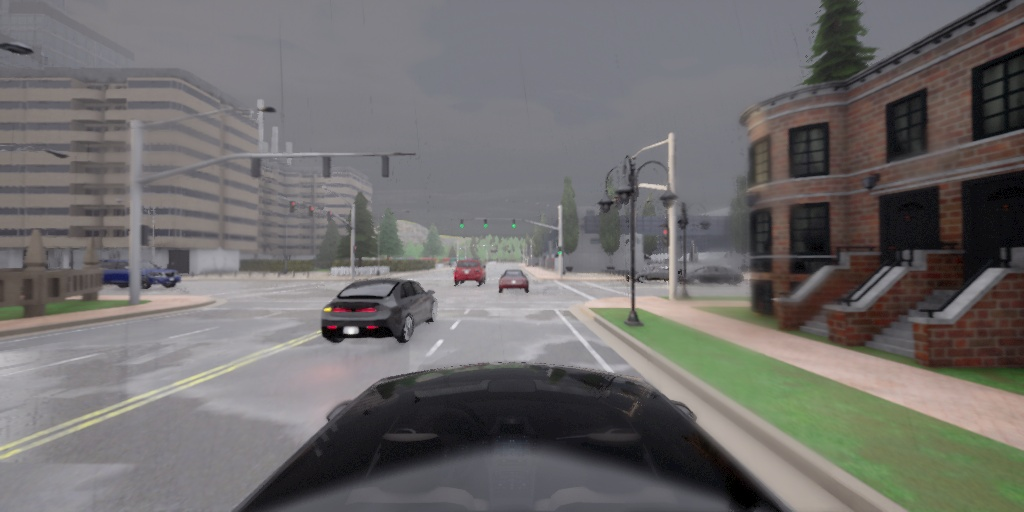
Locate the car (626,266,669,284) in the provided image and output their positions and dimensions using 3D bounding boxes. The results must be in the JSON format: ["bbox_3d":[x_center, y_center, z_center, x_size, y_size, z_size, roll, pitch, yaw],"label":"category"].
[{"bbox_3d":[12.708,1.646,31.967,4.902,1.511,2.128,0,-1,-1],"label":"car"}]

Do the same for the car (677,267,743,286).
[{"bbox_3d":[15.633,1.612,28.510,4.892,1.490,1.837,-1,-1,-1],"label":"car"}]

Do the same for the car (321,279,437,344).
[{"bbox_3d":[-3.399,1.366,10.003,1.837,1.490,4.892,0,-1,0],"label":"car"}]

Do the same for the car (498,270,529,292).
[{"bbox_3d":[0.109,1.618,24.346,1.994,1.385,4.181,0,-1,0],"label":"car"}]

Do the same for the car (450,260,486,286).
[{"bbox_3d":[-3.388,1.345,29.483,2.150,2.045,5.566,0,-1,0],"label":"car"}]

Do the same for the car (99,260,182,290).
[{"bbox_3d":[-26.628,1.287,25.161,5.566,2.045,2.150,0,-1,0],"label":"car"}]
